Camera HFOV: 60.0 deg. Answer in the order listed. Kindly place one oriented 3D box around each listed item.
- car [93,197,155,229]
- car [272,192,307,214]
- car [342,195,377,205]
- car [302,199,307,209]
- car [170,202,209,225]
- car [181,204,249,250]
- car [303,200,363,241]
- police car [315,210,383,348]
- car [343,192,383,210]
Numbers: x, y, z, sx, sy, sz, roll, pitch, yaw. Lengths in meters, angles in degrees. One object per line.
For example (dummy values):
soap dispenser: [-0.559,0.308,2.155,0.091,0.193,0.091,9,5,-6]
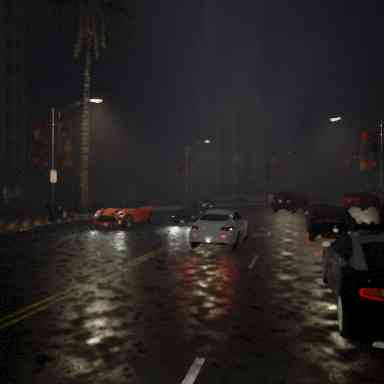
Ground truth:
car: [-4.052,1.213,20.505,2.097,1.767,4.553,0,0,19]
car: [9.747,1.016,32.577,2.150,2.045,5.566,0,0,38]
car: [26.189,1.173,51.947,5.008,1.535,1.882,0,0,-16]
car: [8.156,1.399,21.095,1.812,1.442,4.674,0,0,21]
car: [0.291,1.399,22.860,2.033,1.411,5.357,0,0,19]
car: [1.255,1.436,13.888,1.812,1.442,4.674,0,0,17]
car: [6.473,1.383,15.780,1.882,1.535,5.008,0,0,17]
police car: [3.613,1.388,6.312,1.930,1.638,5.238,0,0,17]
car: [18.835,1.007,36.674,5.566,2.045,2.150,0,0,-36]
